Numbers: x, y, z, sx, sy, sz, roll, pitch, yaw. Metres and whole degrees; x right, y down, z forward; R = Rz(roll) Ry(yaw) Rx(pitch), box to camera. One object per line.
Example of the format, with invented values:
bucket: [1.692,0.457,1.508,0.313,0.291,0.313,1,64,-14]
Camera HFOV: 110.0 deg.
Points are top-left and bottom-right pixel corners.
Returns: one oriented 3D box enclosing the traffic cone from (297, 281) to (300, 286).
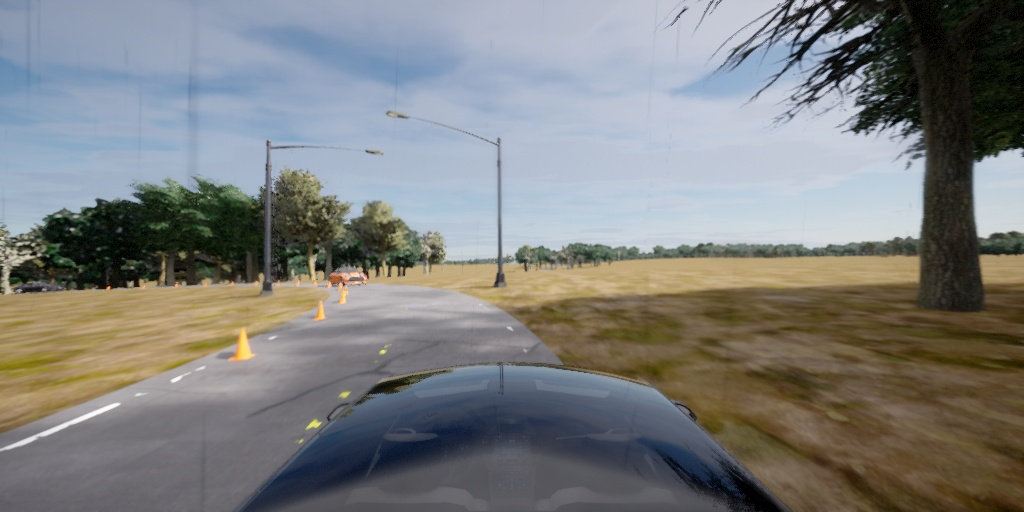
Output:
traffic cone: [-21.113,2.658,35.373,0.340,0.580,0.340,0,0,40]

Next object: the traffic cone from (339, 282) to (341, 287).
traffic cone: [-11.844,2.077,24.763,0.340,0.580,0.340,0,0,-32]

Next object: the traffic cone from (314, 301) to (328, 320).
traffic cone: [-6.297,1.772,11.804,0.340,0.580,0.340,0,0,-14]

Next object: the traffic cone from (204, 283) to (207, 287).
traffic cone: [-37.660,3.465,44.133,0.340,0.580,0.340,0,0,16]

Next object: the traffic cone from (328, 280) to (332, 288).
traffic cone: [-14.558,2.245,28.618,0.340,0.580,0.340,0,0,-38]

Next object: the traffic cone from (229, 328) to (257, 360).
traffic cone: [-5.380,1.741,7.177,0.340,0.580,0.340,0,0,-8]

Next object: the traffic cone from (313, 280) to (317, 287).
traffic cone: [-17.659,2.445,32.167,0.340,0.580,0.340,0,0,-44]

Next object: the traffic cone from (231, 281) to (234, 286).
traffic cone: [-33.201,3.262,42.605,0.340,0.580,0.340,0,0,22]

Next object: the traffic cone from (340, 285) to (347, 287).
traffic cone: [-9.547,1.941,20.646,0.340,0.580,0.340,0,0,-26]

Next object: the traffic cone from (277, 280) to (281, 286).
traffic cone: [-24.883,2.865,38.201,0.340,0.580,0.340,0,0,34]

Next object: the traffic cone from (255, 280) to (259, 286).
traffic cone: [-28.926,3.064,40.621,0.340,0.580,0.340,0,0,28]

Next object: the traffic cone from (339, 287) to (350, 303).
traffic cone: [-7.691,1.839,16.311,0.340,0.580,0.340,0,0,-20]

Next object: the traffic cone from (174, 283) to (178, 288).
traffic cone: [-42.254,3.671,45.188,0.340,0.580,0.340,0,0,10]

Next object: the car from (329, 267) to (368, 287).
car: [-14.640,1.769,31.999,2.097,1.767,4.553,1,-3,-43]
